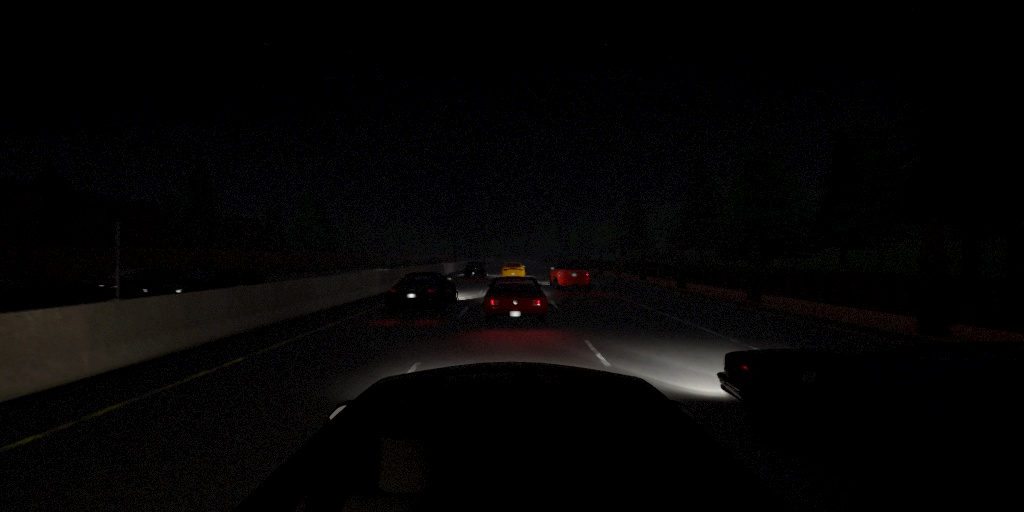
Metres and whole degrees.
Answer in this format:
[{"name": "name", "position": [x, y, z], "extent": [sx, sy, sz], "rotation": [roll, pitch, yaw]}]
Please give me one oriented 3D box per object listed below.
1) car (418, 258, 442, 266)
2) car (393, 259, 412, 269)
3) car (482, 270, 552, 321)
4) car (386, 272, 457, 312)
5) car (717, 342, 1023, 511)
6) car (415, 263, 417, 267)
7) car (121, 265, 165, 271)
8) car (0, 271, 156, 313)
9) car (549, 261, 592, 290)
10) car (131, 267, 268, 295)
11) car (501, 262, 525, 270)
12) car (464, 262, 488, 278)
[{"name": "car", "position": [-10.599, 1.114, 47.523], "extent": [2.097, 1.767, 4.553], "rotation": [0, 0, 0]}, {"name": "car", "position": [-17.563, 1.243, 57.464], "extent": [1.882, 1.535, 5.008], "rotation": [0, 0, 1]}, {"name": "car", "position": [0.094, 1.351, 12.413], "extent": [1.895, 1.301, 4.718], "rotation": [0, 0, 0]}, {"name": "car", "position": [-3.407, 1.317, 14.145], "extent": [1.994, 1.385, 4.181], "rotation": [0, 0, 0]}, {"name": "car", "position": [3.597, 1.297, 2.206], "extent": [2.033, 1.411, 5.357], "rotation": [0, 0, 0]}, {"name": "car", "position": [-14.066, 1.242, 57.598], "extent": [1.882, 1.535, 5.008], "rotation": [0, 0, 1]}, {"name": "car", "position": [-17.606, 1.233, 17.171], "extent": [1.882, 1.535, 5.008], "rotation": [0, 0, 0]}, {"name": "car", "position": [-10.603, 1.230, 7.156], "extent": [1.882, 1.535, 5.008], "rotation": [0, 0, 0]}, {"name": "car", "position": [3.592, 1.106, 22.784], "extent": [2.097, 1.767, 4.553], "rotation": [0, 0, 0]}, {"name": "car", "position": [-14.107, 1.302, 16.987], "extent": [2.033, 1.411, 5.357], "rotation": [0, 0, 0]}, {"name": "car", "position": [0.088, 1.234, 30.322], "extent": [1.882, 1.535, 5.008], "rotation": [0, 0, 0]}, {"name": "car", "position": [-3.413, 1.263, 34.017], "extent": [1.837, 1.490, 4.892], "rotation": [0, 0, 0]}]
